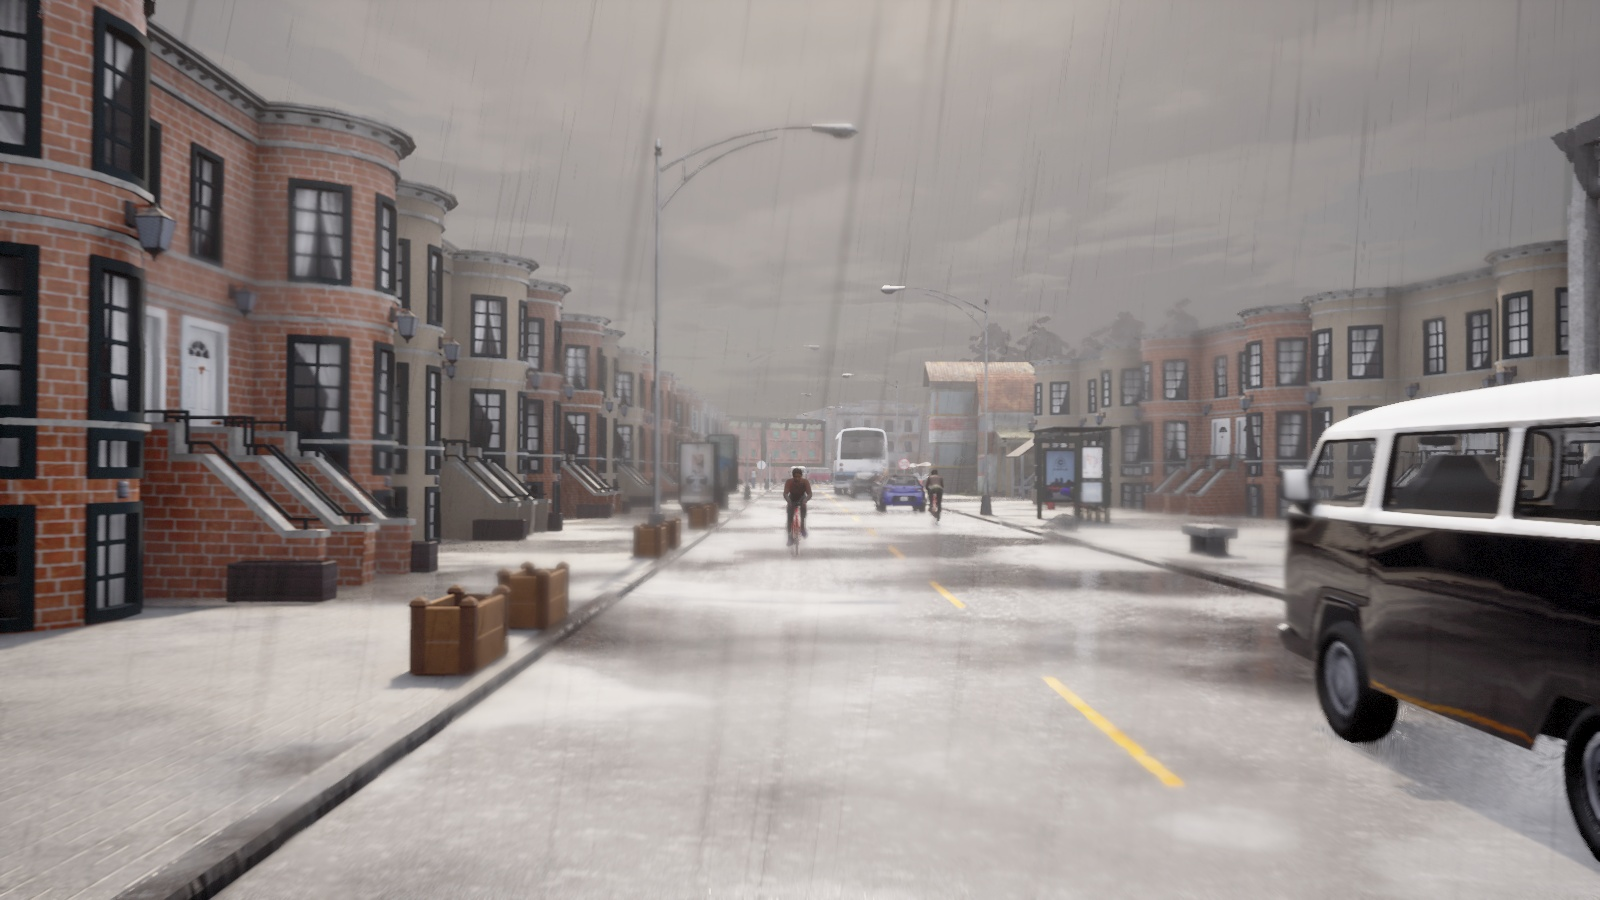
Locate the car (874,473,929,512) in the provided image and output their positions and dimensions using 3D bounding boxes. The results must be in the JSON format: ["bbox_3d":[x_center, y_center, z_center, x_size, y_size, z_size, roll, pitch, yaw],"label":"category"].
[{"bbox_3d":[3.935,1.638,49.282,1.816,1.474,4.193,0,-1,0],"label":"car"}]

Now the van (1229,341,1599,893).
[{"bbox_3d":[3.982,0.631,6.357,2.069,2.038,4.480,0,-1,0],"label":"van"}]

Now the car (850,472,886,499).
[{"bbox_3d":[3.915,2.024,72.878,1.837,1.490,4.892,0,-1,0],"label":"car"}]

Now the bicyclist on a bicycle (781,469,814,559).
[{"bbox_3d":[-0.044,1.160,23.455,0.582,1.620,1.656,0,-1,0],"label":"bicyclist on a bicycle"}]

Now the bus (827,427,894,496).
[{"bbox_3d":[3.890,0.811,82.971,3.944,4.253,10.273,0,-1,0],"label":"bus"}]
